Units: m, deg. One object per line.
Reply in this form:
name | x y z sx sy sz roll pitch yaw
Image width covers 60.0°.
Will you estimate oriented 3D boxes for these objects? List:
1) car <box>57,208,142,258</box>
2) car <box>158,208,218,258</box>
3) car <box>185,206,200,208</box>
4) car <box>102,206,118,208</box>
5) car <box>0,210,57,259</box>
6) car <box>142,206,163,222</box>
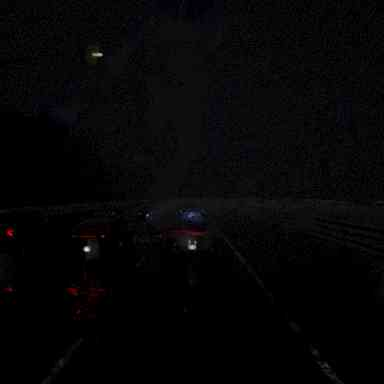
car | -3.476 1.654 13.491 1.837 1.490 4.892 0 0 0
car | 0.024 1.639 13.493 2.128 1.511 4.902 0 0 0
car | 0.018 1.851 27.517 2.033 1.411 5.357 0 -1 0
car | -6.971 1.877 28.403 1.994 1.385 4.181 0 -1 0
car | -6.976 1.497 13.426 2.097 1.767 4.553 0 -1 0
car | -3.474 1.879 28.517 1.994 1.385 4.181 0 -1 1
